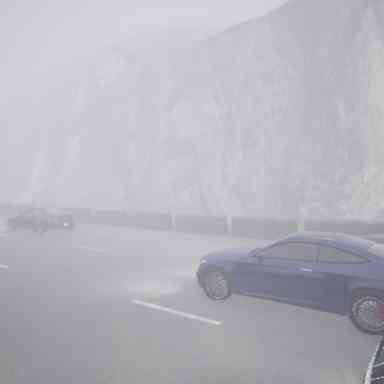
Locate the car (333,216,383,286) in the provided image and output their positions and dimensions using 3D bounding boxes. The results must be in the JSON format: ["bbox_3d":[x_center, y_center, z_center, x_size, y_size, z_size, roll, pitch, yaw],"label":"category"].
[{"bbox_3d":[6.297,1.490,8.099,4.902,1.511,2.128,0,0,36],"label":"car"}]

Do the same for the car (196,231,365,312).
[{"bbox_3d":[2.275,1.529,6.670,4.674,1.442,1.812,0,0,36],"label":"car"}]

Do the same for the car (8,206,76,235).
[{"bbox_3d":[-8.403,1.502,18.588,4.674,1.442,1.812,0,0,36],"label":"car"}]

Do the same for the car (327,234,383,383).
[{"bbox_3d":[3.326,1.349,1.620,4.553,1.767,2.097,0,0,35],"label":"car"}]
